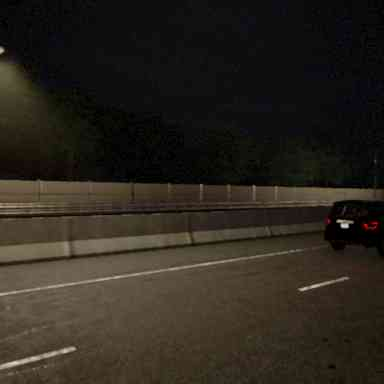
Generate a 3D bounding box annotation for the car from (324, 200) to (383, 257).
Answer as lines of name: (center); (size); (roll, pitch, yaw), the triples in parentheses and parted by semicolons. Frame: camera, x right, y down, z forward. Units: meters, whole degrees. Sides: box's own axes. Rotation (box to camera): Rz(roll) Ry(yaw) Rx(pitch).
car: (7.762, 1.347, 13.694); (5.566, 2.045, 2.150); (0, 0, -35)
